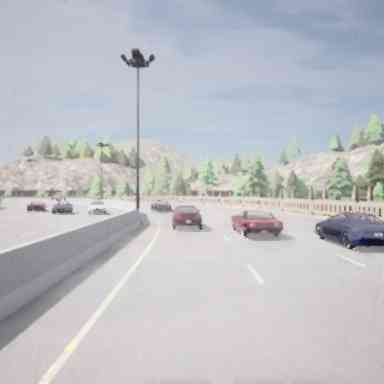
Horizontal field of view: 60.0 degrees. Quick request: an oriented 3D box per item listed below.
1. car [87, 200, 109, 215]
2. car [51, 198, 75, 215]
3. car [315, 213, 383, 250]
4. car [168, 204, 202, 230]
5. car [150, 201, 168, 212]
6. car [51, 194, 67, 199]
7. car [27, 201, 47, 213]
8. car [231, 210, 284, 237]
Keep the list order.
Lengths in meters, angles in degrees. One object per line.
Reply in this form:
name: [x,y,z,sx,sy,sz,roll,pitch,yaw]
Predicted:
car: [-9.932,1.622,35.096,1.812,1.442,4.674,0,0,-14]
car: [-13.597,1.667,35.277,1.994,1.385,4.181,0,0,-15]
car: [7.007,1.587,14.555,1.994,1.385,4.181,0,0,-1]
car: [-0.406,1.567,21.625,1.812,1.442,4.674,0,0,-5]
car: [-3.873,1.708,40.323,1.895,1.301,4.718,0,0,-16]
car: [-29.280,1.211,73.047,2.150,2.045,5.566,0,0,-41]
car: [-18.553,1.735,39.904,1.895,1.301,4.718,0,0,-19]
car: [3.358,1.633,18.206,1.895,1.301,4.718,0,0,-3]
